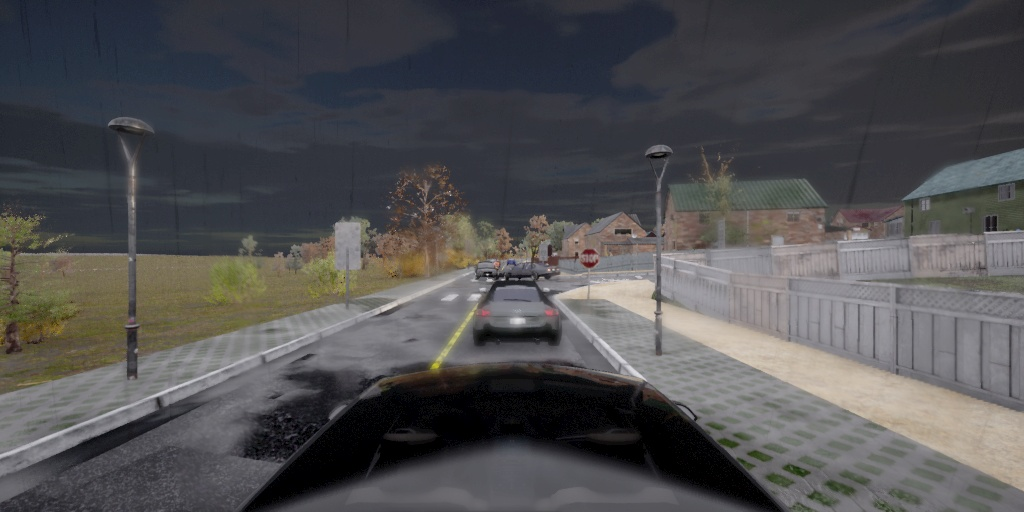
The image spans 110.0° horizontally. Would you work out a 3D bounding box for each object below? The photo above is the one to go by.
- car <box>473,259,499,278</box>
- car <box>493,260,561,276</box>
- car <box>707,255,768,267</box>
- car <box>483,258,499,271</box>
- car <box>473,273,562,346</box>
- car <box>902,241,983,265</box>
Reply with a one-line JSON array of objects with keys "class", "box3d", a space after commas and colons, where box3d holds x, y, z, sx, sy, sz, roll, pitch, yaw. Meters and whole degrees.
[{"class": "car", "box3d": [-2.302, 1.257, 31.314, 1.837, 1.490, 4.892, 0, 0, -8]}, {"class": "car", "box3d": [1.290, 1.197, 28.409, 5.357, 1.411, 2.033, -4, -3, 43]}, {"class": "car", "box3d": [14.351, 0.413, 22.809, 4.181, 1.385, 1.994, -3, 0, 16]}, {"class": "car", "box3d": [-2.933, 1.120, 51.131, 2.097, 1.767, 4.553, 0, 0, 1]}, {"class": "car", "box3d": [0.089, 1.313, 9.392, 1.994, 1.385, 4.181, 0, 0, -1]}, {"class": "car", "box3d": [23.855, -0.208, 20.403, 4.902, 1.511, 2.128, -3, 0, 14]}]
